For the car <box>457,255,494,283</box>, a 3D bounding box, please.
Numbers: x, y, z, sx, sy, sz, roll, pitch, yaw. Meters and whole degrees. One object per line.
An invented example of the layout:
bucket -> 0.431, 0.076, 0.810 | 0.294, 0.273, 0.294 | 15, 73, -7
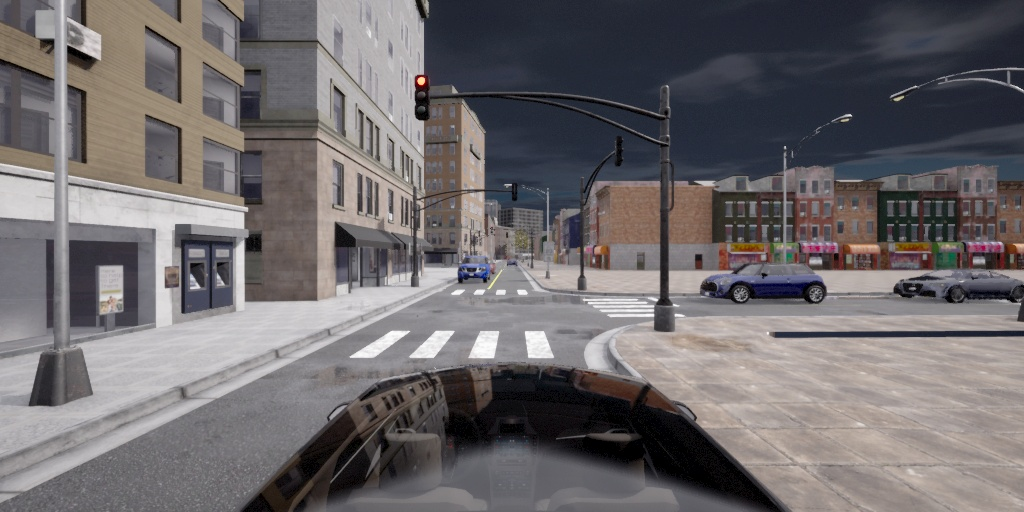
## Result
car -> -2.884, 0.976, 28.238 | 2.150, 2.045, 5.566 | 0, 0, 0

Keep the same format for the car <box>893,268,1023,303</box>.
car -> 19.420, 1.234, 15.618 | 4.181, 1.385, 1.994 | 0, 0, 0

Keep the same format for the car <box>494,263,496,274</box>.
car -> -2.885, 1.110, 39.167 | 2.097, 1.767, 4.553 | 0, 0, 0

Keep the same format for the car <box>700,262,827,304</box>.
car -> 10.741, 1.054, 15.590 | 4.553, 1.767, 2.097 | 0, 0, 1
